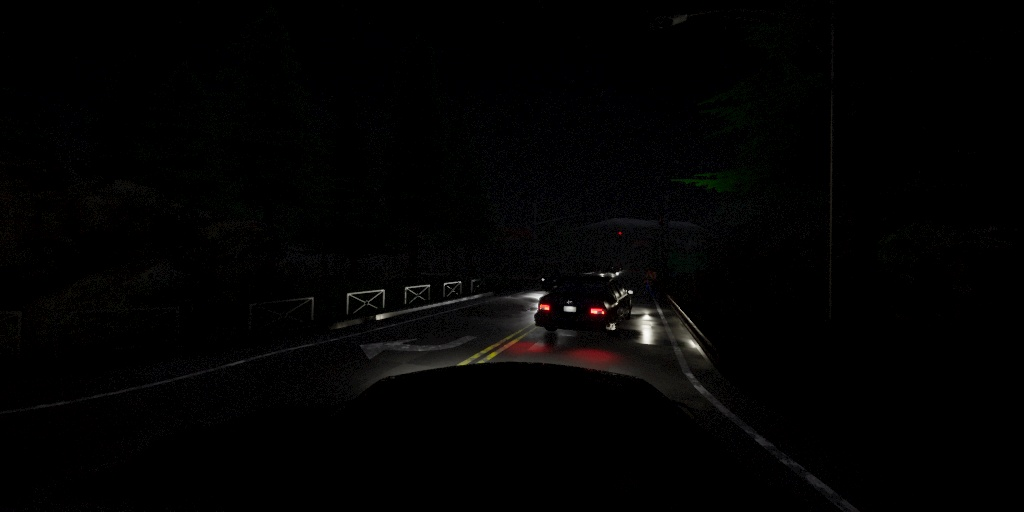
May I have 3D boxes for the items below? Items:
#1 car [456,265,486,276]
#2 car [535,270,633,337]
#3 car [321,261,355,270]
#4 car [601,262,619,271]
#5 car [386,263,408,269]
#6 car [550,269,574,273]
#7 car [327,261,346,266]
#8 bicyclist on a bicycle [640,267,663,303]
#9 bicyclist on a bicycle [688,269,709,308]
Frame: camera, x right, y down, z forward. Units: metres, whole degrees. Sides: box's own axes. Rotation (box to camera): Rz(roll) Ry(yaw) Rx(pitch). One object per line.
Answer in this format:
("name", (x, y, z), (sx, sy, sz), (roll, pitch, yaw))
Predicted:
("car", (-5.370, 1.770, 44.739), (4.181, 1.385, 1.994), (1, -1, 20))
("car", (2.304, 1.280, 10.283), (2.033, 1.411, 5.357), (1, -1, 24))
("car", (-28.020, 1.494, 57.618), (5.357, 1.411, 2.033), (1, -1, 27))
("car", (15.624, 1.970, 57.912), (2.097, 1.767, 4.553), (1, -1, 20))
("car", (-14.769, 1.637, 48.137), (4.181, 1.385, 1.994), (1, -1, 20))
("car", (3.221, 1.518, 22.871), (1.895, 1.301, 4.718), (1, -1, 19))
("car", (-24.540, 1.485, 51.968), (5.357, 1.411, 2.033), (1, -1, 23))
("bicyclist on a bicycle", (6.430, 1.346, 16.490), (1.656, 1.620, 0.582), (1, -1, -31))
("bicyclist on a bicycle", (7.875, 1.358, 15.107), (1.656, 1.620, 0.582), (1, -1, -34))
